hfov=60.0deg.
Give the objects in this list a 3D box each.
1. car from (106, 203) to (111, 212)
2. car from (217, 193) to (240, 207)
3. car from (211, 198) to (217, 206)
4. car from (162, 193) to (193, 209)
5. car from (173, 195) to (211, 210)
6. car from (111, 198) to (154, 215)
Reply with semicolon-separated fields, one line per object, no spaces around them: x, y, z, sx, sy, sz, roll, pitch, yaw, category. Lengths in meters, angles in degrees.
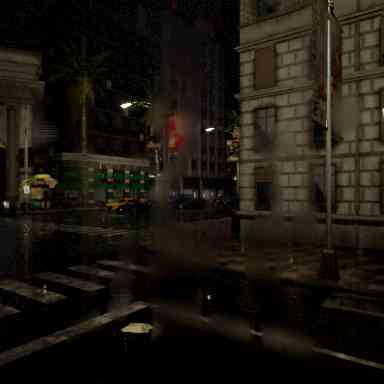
-7.556;1.477;38.051;1.882;1.535;5.008;0;0;37;car
6.817;1.221;50.693;5.566;2.045;2.150;0;0;-45;car
4.932;1.352;53.619;4.553;1.767;2.097;0;0;-43;car
-1.753;1.221;45.928;2.150;2.045;5.566;0;0;37;car
0.032;1.526;42.449;1.812;1.442;4.674;0;0;37;car
-5.876;1.564;34.422;1.994;1.385;4.181;0;0;36;car
